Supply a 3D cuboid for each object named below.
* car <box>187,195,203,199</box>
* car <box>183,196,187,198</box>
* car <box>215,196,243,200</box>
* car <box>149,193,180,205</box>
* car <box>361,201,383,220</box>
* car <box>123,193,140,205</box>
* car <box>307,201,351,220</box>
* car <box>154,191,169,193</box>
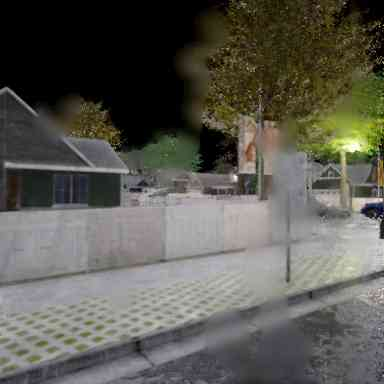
[{"bbox_3d":[-0.243,1.244,53.814,1.882,1.535,5.008,1,0,-34],"label":"car"},{"bbox_3d":[-3.177,1.288,52.378,1.994,1.385,4.181,1,0,-34],"label":"car"},{"bbox_3d":[3.742,1.148,30.419,2.097,1.767,4.553,1,0,-34],"label":"car"},{"bbox_3d":[-4.405,1.249,48.201,2.033,1.411,5.357,1,0,-34],"label":"car"},{"bbox_3d":[15.881,1.177,25.100,2.150,2.045,5.566,1,0,-36],"label":"car"},{"bbox_3d":[-9.328,0.986,49.716,2.097,1.767,4.553,1,0,-34],"label":"car"},{"bbox_3d":[10.368,1.446,26.460,1.994,1.385,4.181,1,0,-34],"label":"car"},{"bbox_3d":[-6.174,0.915,62.450,2.150,2.045,5.566,1,0,-34],"label":"car"}]
